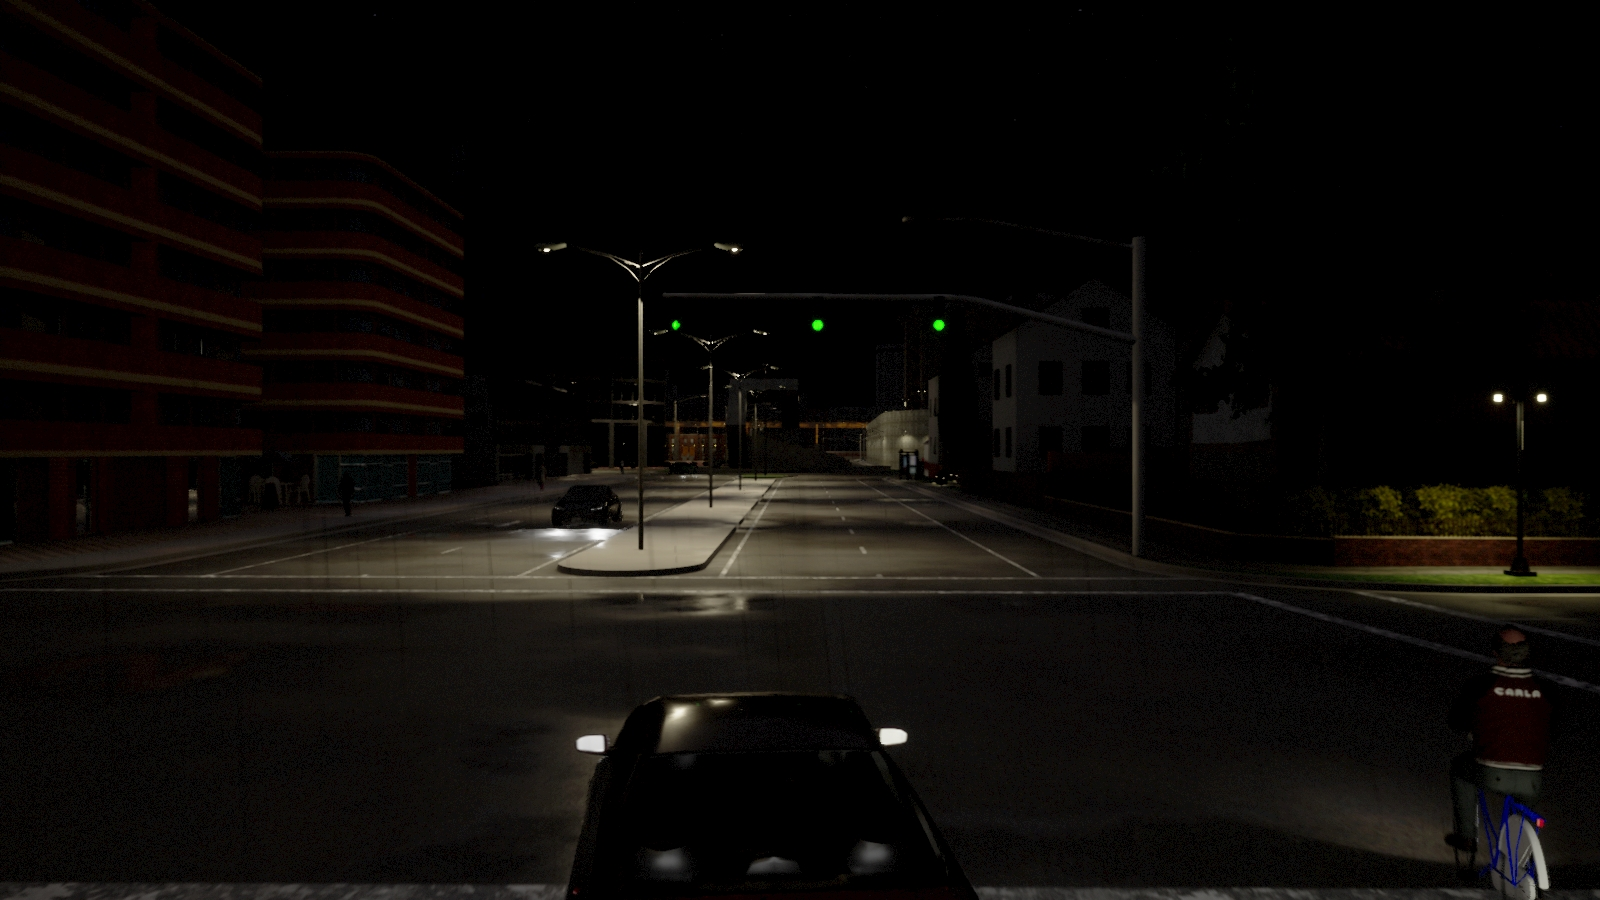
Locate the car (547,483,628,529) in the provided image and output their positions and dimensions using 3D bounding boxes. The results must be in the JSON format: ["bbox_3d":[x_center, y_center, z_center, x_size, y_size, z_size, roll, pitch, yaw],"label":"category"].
[{"bbox_3d":[-7.947,2.071,43.142,2.163,1.488,4.792,0,0,0],"label":"car"}]

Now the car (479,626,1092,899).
[{"bbox_3d":[-0.247,2.041,5.969,2.007,1.525,4.514,0,0,-6],"label":"car"}]

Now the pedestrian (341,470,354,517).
[{"bbox_3d":[-17.830,1.705,45.030,0.375,1.860,0.375,0,0,6],"label":"pedestrian"}]

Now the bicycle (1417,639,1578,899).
[{"bbox_3d":[4.169,2.050,6.931,0.329,1.496,1.835,1,0,16],"label":"bicycle"}]
